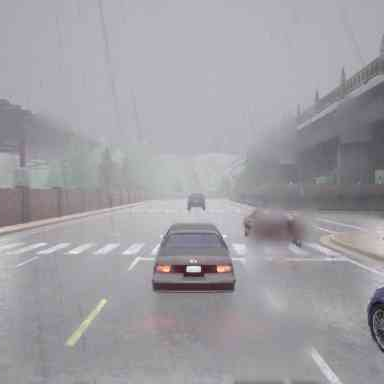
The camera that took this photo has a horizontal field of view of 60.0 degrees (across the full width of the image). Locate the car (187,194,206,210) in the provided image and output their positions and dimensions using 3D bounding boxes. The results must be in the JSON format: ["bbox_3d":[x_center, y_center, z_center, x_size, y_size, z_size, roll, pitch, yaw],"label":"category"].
[{"bbox_3d":[0.581,1.221,42.277,2.150,2.045,5.566,0,0,1],"label":"car"}]

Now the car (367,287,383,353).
[{"bbox_3d":[3.548,1.526,3.069,1.812,1.442,4.674,0,0,0],"label":"car"}]

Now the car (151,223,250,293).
[{"bbox_3d":[0.030,1.547,8.981,2.033,1.411,5.357,0,0,0],"label":"car"}]

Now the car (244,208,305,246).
[{"bbox_3d":[3.557,1.478,15.175,1.882,1.535,5.008,0,0,0],"label":"car"}]
